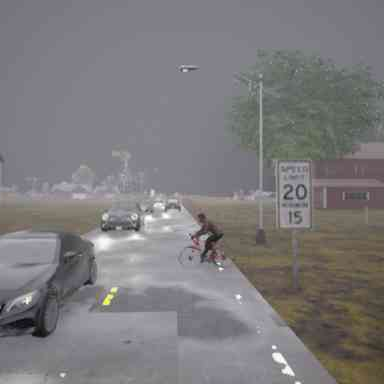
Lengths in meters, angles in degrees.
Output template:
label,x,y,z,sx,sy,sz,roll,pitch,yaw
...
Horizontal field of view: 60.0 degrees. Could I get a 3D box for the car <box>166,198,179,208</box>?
label,x,y,z,sx,sy,sz,roll,pitch,yaw
car,-3.007,1.589,50.452,1.812,1.442,4.674,0,0,-4

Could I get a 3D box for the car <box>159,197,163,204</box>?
label,x,y,z,sx,sy,sz,roll,pitch,yaw
car,-7.116,1.736,70.495,2.128,1.511,4.902,0,-1,-4

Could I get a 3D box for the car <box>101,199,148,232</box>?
label,x,y,z,sx,sy,sz,roll,pitch,yaw
car,-4.031,1.346,19.926,2.097,1.767,4.553,0,0,-4

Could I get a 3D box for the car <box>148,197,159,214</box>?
label,x,y,z,sx,sy,sz,roll,pitch,yaw
car,-4.903,1.502,34.741,2.128,1.511,4.902,0,0,-3

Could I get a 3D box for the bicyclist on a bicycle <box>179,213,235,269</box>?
label,x,y,z,sx,sy,sz,roll,pitch,yaw
bicyclist on a bicycle,0.438,1.445,9.693,1.656,1.620,0.582,0,0,-4

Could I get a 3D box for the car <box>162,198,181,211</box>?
label,x,y,z,sx,sy,sz,roll,pitch,yaw
car,-2.338,1.547,39.952,1.812,1.442,4.674,0,0,-3

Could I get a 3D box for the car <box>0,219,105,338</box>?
label,x,y,z,sx,sy,sz,roll,pitch,yaw
car,-3.204,1.520,6.714,1.812,1.442,4.674,0,0,-4
